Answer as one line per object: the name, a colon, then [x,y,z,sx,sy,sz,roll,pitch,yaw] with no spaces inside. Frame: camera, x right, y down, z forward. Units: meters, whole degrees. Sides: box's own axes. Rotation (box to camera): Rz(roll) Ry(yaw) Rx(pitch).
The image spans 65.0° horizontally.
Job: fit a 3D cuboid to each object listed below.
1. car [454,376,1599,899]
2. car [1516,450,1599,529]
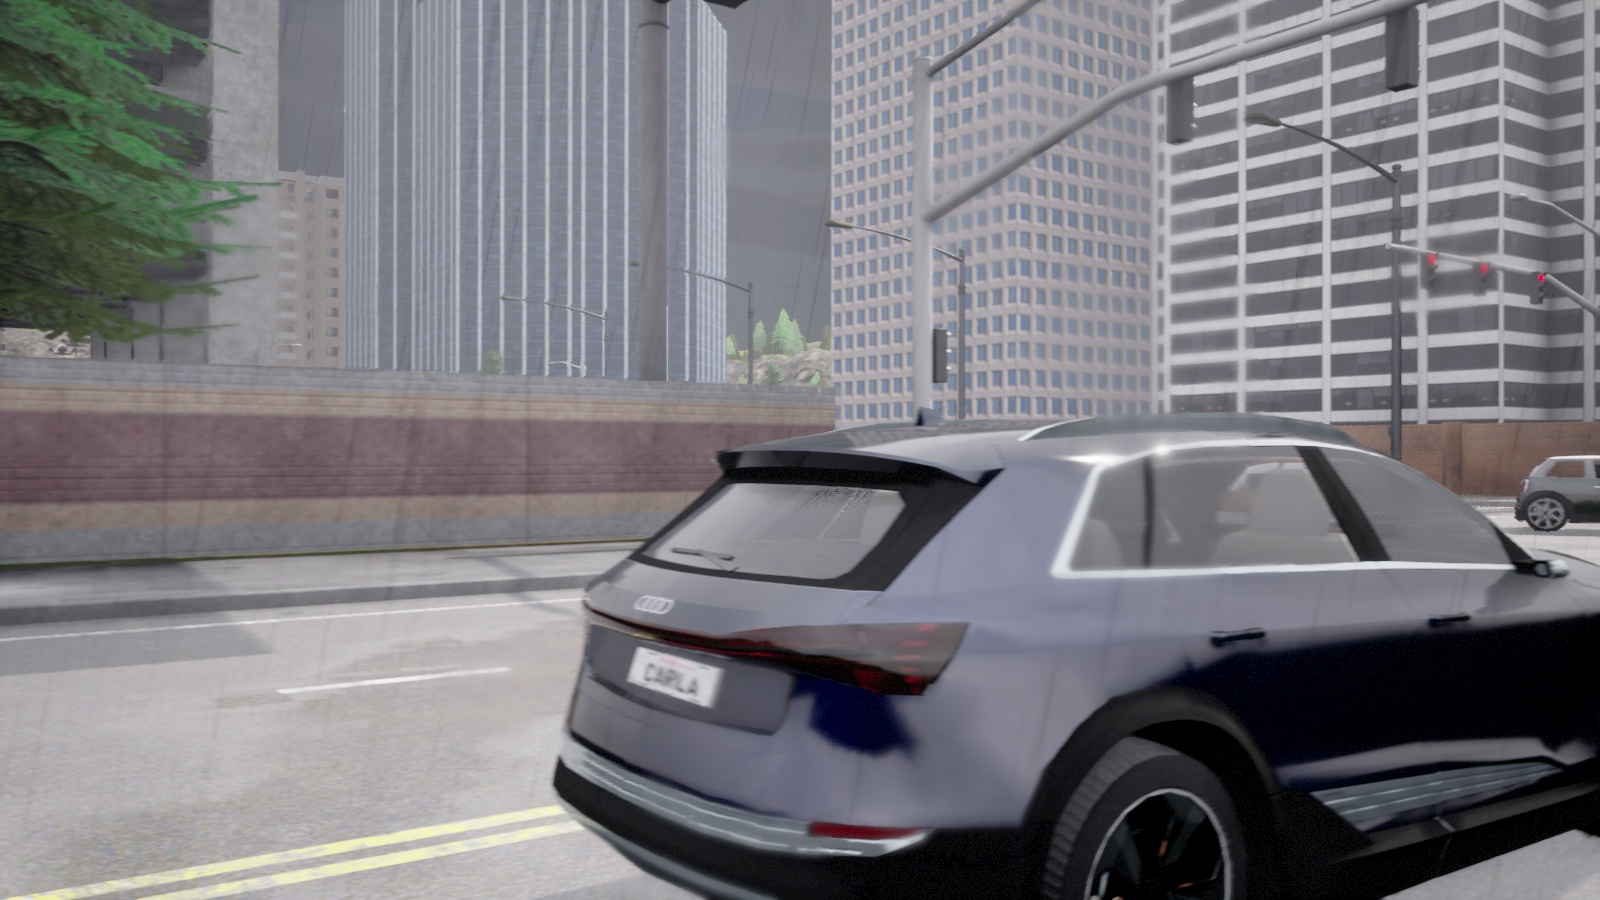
car: [1.443,0.683,4.664,4.856,1.649,2.033,0,0,-35]
car: [15.942,0.736,24.086,3.806,1.475,1.970,0,0,29]
